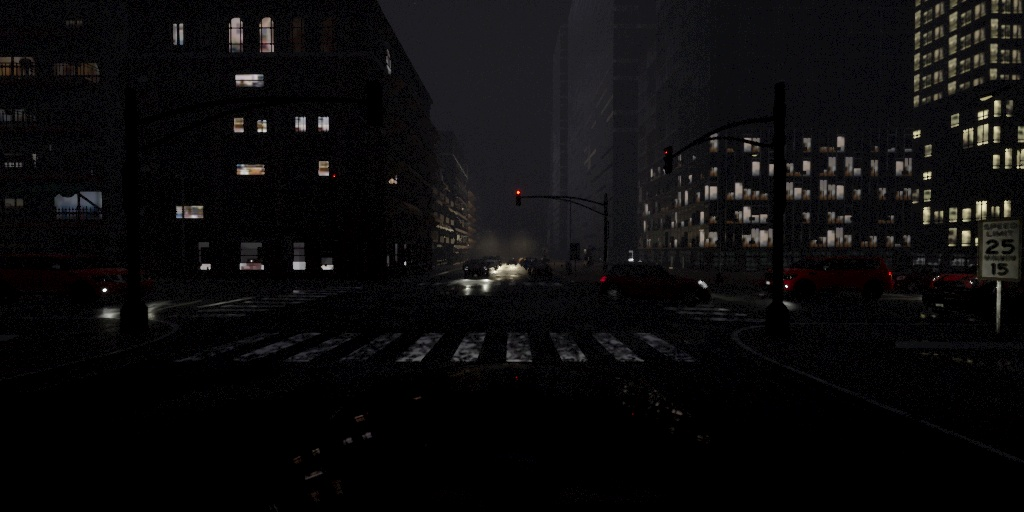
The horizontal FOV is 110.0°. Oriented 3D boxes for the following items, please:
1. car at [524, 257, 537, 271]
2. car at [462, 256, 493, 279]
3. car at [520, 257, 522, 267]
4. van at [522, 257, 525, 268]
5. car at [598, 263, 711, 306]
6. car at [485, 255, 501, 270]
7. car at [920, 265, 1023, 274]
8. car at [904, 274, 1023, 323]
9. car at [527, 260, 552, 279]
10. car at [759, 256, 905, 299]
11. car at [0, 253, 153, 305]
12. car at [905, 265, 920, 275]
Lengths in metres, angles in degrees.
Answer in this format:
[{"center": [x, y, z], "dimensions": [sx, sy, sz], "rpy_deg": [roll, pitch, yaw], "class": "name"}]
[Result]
[{"center": [2.633, 1.159, 38.102], "dimensions": [1.967, 1.591, 4.097], "rpy_deg": [0, 0, 0], "class": "car"}, {"center": [-3.103, 1.080, 32.529], "dimensions": [2.097, 1.767, 4.553], "rpy_deg": [0, 0, 0], "class": "car"}, {"center": [2.621, 1.240, 55.040], "dimensions": [1.888, 1.381, 4.507], "rpy_deg": [0, 0, 0], "class": "car"}, {"center": [2.625, 1.045, 49.394], "dimensions": [1.690, 1.789, 3.998], "rpy_deg": [0, 0, 0], "class": "van"}, {"center": [6.164, 1.122, 15.873], "dimensions": [4.553, 1.767, 2.097], "rpy_deg": [1, 1, 16], "class": "car"}, {"center": [-3.121, 0.924, 50.762], "dimensions": [2.150, 2.045, 5.566], "rpy_deg": [0, 0, 1], "class": "car"}, {"center": [24.095, 1.189, 17.967], "dimensions": [4.553, 1.767, 2.097], "rpy_deg": [0, 1, 1], "class": "car"}, {"center": [16.708, 1.446, 12.159], "dimensions": [4.403, 1.370, 2.007], "rpy_deg": [0, 0, 1], "class": "car"}, {"center": [2.637, 1.272, 32.457], "dimensions": [1.888, 1.381, 4.507], "rpy_deg": [0, 0, 0], "class": "car"}, {"center": [15.703, 1.020, 18.076], "dimensions": [5.566, 2.045, 2.150], "rpy_deg": [0, 1, 1], "class": "car"}, {"center": [-18.849, 0.911, 15.324], "dimensions": [5.566, 2.045, 2.150], "rpy_deg": [0, 1, 1], "class": "car"}, {"center": [23.361, 1.230, 20.711], "dimensions": [4.097, 1.591, 1.967], "rpy_deg": [0, 0, 1], "class": "car"}]
